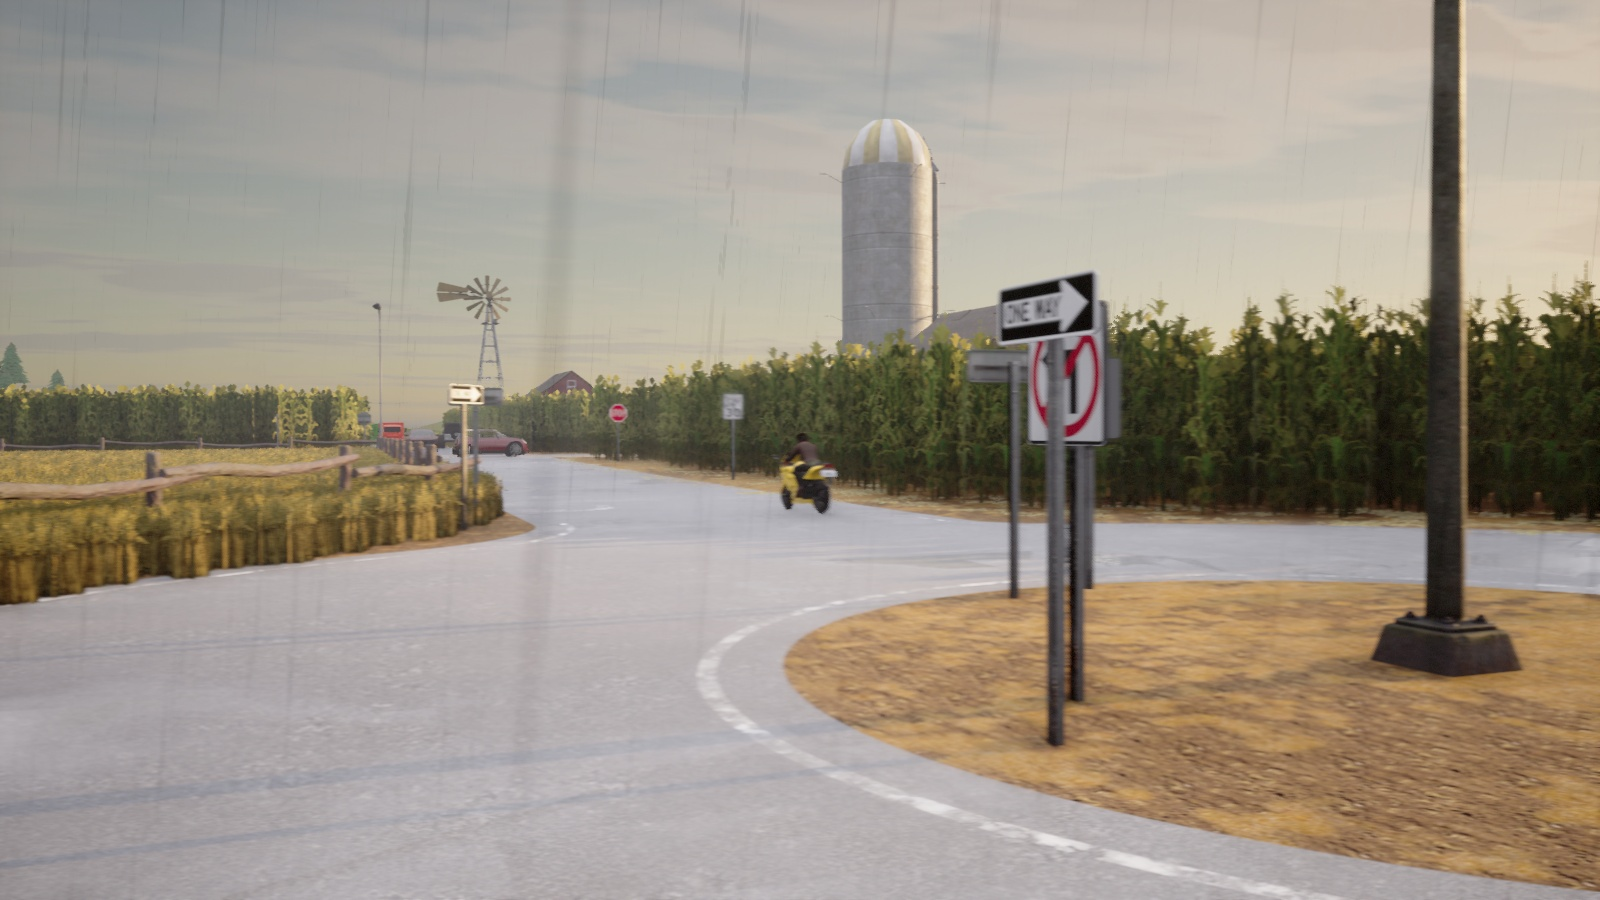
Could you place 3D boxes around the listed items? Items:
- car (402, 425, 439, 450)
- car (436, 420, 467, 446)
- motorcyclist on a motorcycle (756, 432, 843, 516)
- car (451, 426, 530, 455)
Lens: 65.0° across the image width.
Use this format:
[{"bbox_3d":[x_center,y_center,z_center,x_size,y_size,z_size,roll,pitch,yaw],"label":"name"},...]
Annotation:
[{"bbox_3d":[-23.763,-0.783,78.500,1.882,1.535,5.008,0,1,-20],"label":"car"},{"bbox_3d":[-25.656,-1.279,92.450,1.905,1.878,3.866,0,1,-20],"label":"car"},{"bbox_3d":[-0.040,0.431,23.894,0.797,1.523,2.044,1,1,-27],"label":"motorcyclist on a motorcycle"},{"bbox_3d":[-16.303,-0.527,66.119,3.806,1.475,1.970,-1,1,-21],"label":"car"}]
